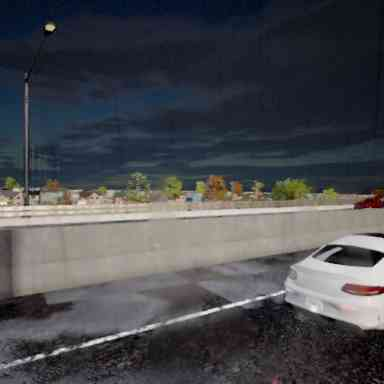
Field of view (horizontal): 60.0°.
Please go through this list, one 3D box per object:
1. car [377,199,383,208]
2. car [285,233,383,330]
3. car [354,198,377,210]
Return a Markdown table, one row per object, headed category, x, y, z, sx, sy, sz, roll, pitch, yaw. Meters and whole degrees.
| category | x | y | z | sx | sy | sz | roll | pitch | yaw |
| --- | --- | --- | --- | --- | --- | --- | --- | --- | --- |
| car | 23.077 | 1.499 | 36.971 | 5.008 | 1.535 | 1.882 | 0 | 0 | -34 |
| car | 3.739 | 1.523 | 6.385 | 4.674 | 1.442 | 1.812 | 0 | 0 | -35 |
| car | 21.597 | 1.499 | 40.189 | 5.008 | 1.535 | 1.882 | 0 | 0 | -34 |
